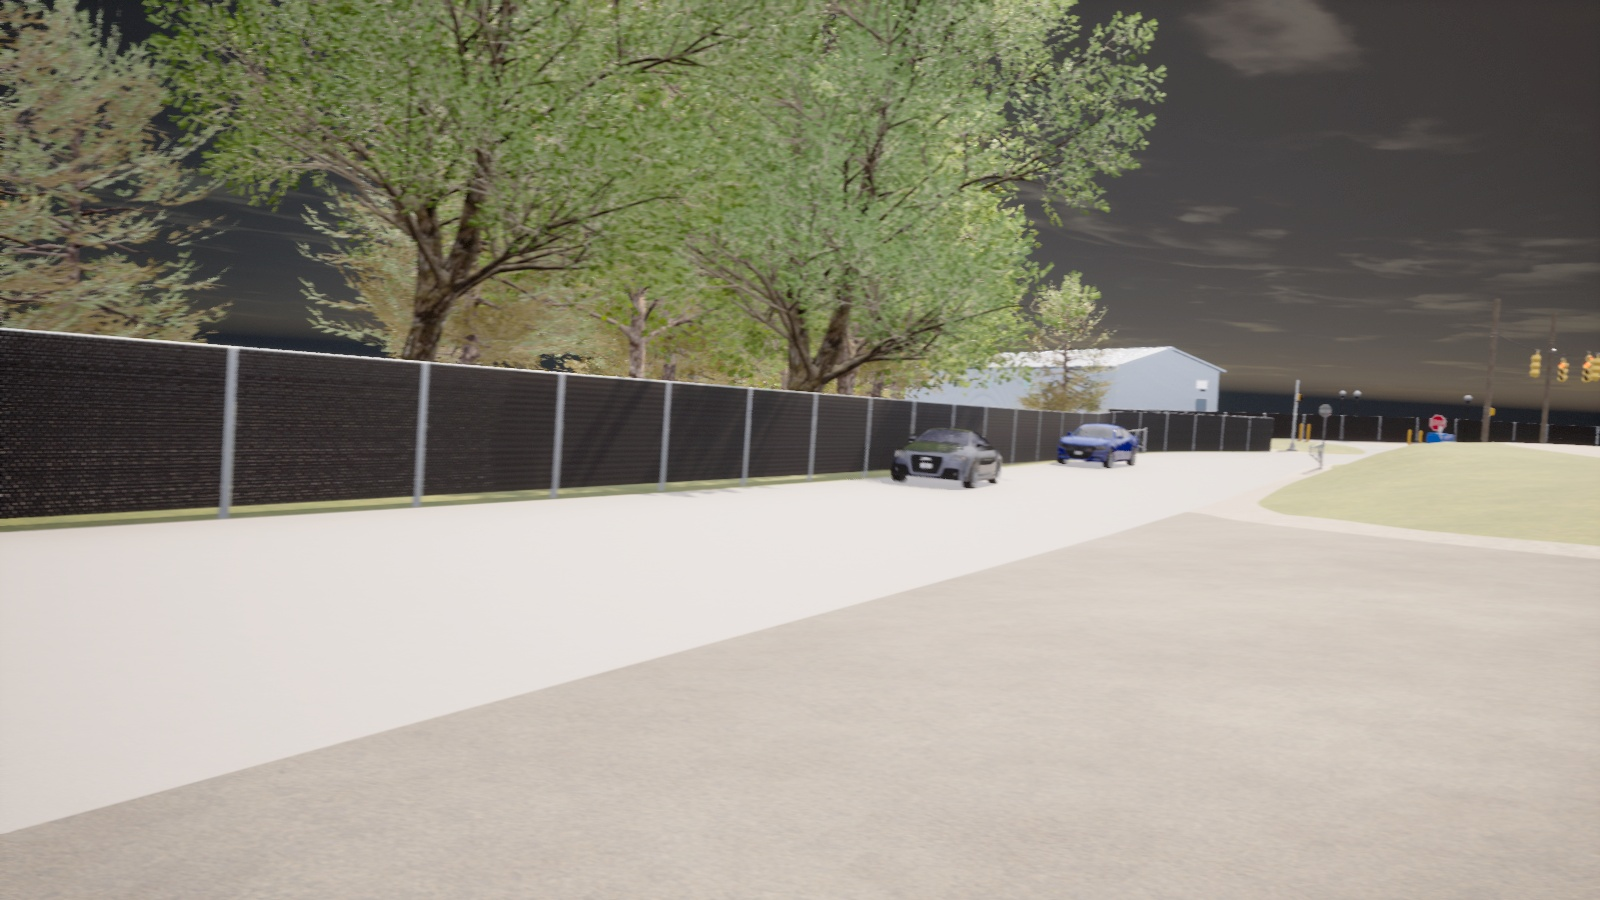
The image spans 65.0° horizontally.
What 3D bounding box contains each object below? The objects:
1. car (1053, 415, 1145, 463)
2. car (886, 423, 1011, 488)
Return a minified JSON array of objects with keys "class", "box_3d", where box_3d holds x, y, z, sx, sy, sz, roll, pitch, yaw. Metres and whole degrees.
[{"class":"car","box_3d":[11.011,-0.447,46.002,1.882,1.535,5.008,4,4,29]},{"class":"car","box_3d":[3.785,0.076,31.391,1.994,1.385,4.181,4,3,22]}]
